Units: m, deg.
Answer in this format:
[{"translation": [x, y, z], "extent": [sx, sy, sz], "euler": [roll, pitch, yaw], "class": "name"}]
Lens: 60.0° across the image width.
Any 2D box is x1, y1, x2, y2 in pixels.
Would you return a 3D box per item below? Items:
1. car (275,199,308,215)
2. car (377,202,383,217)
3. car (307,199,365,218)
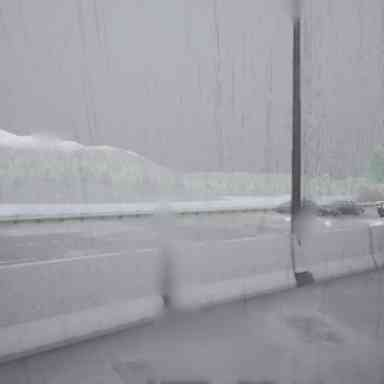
[{"translation": [9.957, 1.396, 31.357], "extent": [4.892, 1.490, 1.837], "euler": [0, 0, -33], "class": "car"}, {"translation": [18.130, 1.136, 28.316], "extent": [5.566, 2.045, 2.150], "euler": [0, 0, -33], "class": "car"}, {"translation": [12.891, 1.450, 29.094], "extent": [5.357, 1.411, 2.033], "euler": [0, 0, -33], "class": "car"}]
